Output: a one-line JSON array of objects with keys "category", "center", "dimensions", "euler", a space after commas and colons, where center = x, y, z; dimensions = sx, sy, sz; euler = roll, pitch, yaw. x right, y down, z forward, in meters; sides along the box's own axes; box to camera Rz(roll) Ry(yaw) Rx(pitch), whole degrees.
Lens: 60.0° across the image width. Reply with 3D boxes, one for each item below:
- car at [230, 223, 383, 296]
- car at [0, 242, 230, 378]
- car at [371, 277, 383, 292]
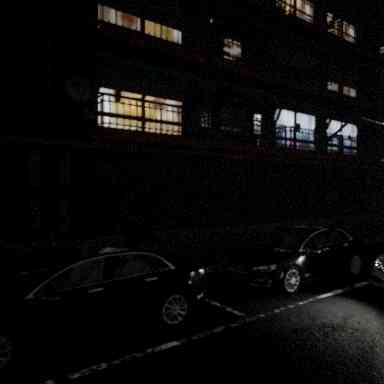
[{"category": "car", "center": [2.750, 1.524, 8.521], "dimensions": [4.403, 1.369, 2.008], "euler": [0, 0, -35]}, {"category": "car", "center": [-1.758, 1.545, 5.305], "dimensions": [4.403, 1.369, 2.008], "euler": [0, 0, -35]}, {"category": "car", "center": [5.985, 1.492, 7.647], "dimensions": [4.674, 1.442, 1.812], "euler": [0, 0, -35]}]
